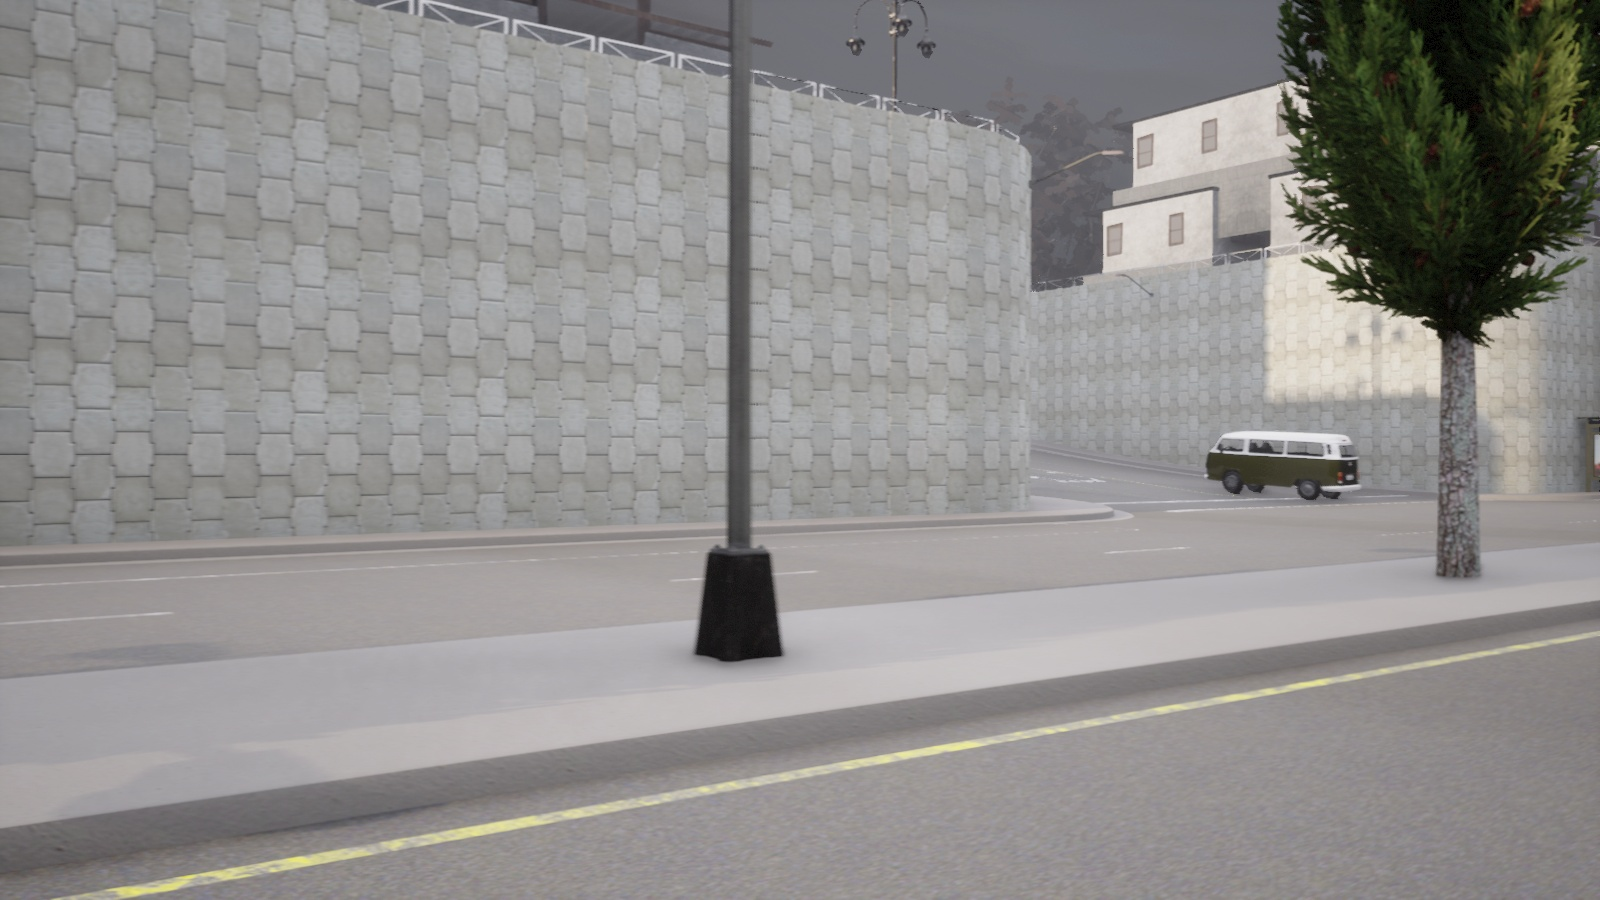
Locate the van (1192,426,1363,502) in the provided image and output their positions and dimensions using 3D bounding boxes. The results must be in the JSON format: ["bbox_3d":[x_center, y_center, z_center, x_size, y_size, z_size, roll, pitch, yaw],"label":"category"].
[{"bbox_3d":[14.896,0.367,39.328,2.069,2.038,4.480,-2,4,-43],"label":"van"}]
